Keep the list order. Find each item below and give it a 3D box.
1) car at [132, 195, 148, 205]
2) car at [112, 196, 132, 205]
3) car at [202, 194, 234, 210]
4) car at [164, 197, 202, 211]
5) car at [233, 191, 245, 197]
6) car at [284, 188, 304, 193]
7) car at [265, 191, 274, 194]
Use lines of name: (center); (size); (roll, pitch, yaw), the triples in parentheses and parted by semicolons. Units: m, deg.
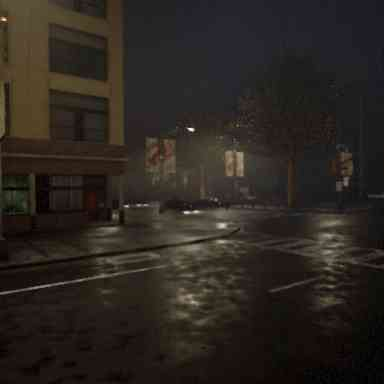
car: (-8.564, 1.206, 51.914); (1.994, 1.385, 4.181); (-1, 1, -36)
car: (-11.056, 1.260, 49.374); (1.994, 1.385, 4.181); (-1, 1, -35)
car: (2.232, 1.242, 36.741); (1.895, 1.301, 4.718); (-1, 1, -36)
car: (-1.261, 1.260, 35.609); (1.994, 1.385, 4.181); (-1, 1, -36)
car: (10.338, 0.577, 78.418); (2.161, 1.482, 4.786); (-1, 1, -36)
car: (20.810, 0.419, 70.930); (2.002, 1.452, 4.674); (-1, 1, -36)
car: (19.992, 0.446, 84.863); (1.895, 1.301, 4.718); (-1, 1, -36)
